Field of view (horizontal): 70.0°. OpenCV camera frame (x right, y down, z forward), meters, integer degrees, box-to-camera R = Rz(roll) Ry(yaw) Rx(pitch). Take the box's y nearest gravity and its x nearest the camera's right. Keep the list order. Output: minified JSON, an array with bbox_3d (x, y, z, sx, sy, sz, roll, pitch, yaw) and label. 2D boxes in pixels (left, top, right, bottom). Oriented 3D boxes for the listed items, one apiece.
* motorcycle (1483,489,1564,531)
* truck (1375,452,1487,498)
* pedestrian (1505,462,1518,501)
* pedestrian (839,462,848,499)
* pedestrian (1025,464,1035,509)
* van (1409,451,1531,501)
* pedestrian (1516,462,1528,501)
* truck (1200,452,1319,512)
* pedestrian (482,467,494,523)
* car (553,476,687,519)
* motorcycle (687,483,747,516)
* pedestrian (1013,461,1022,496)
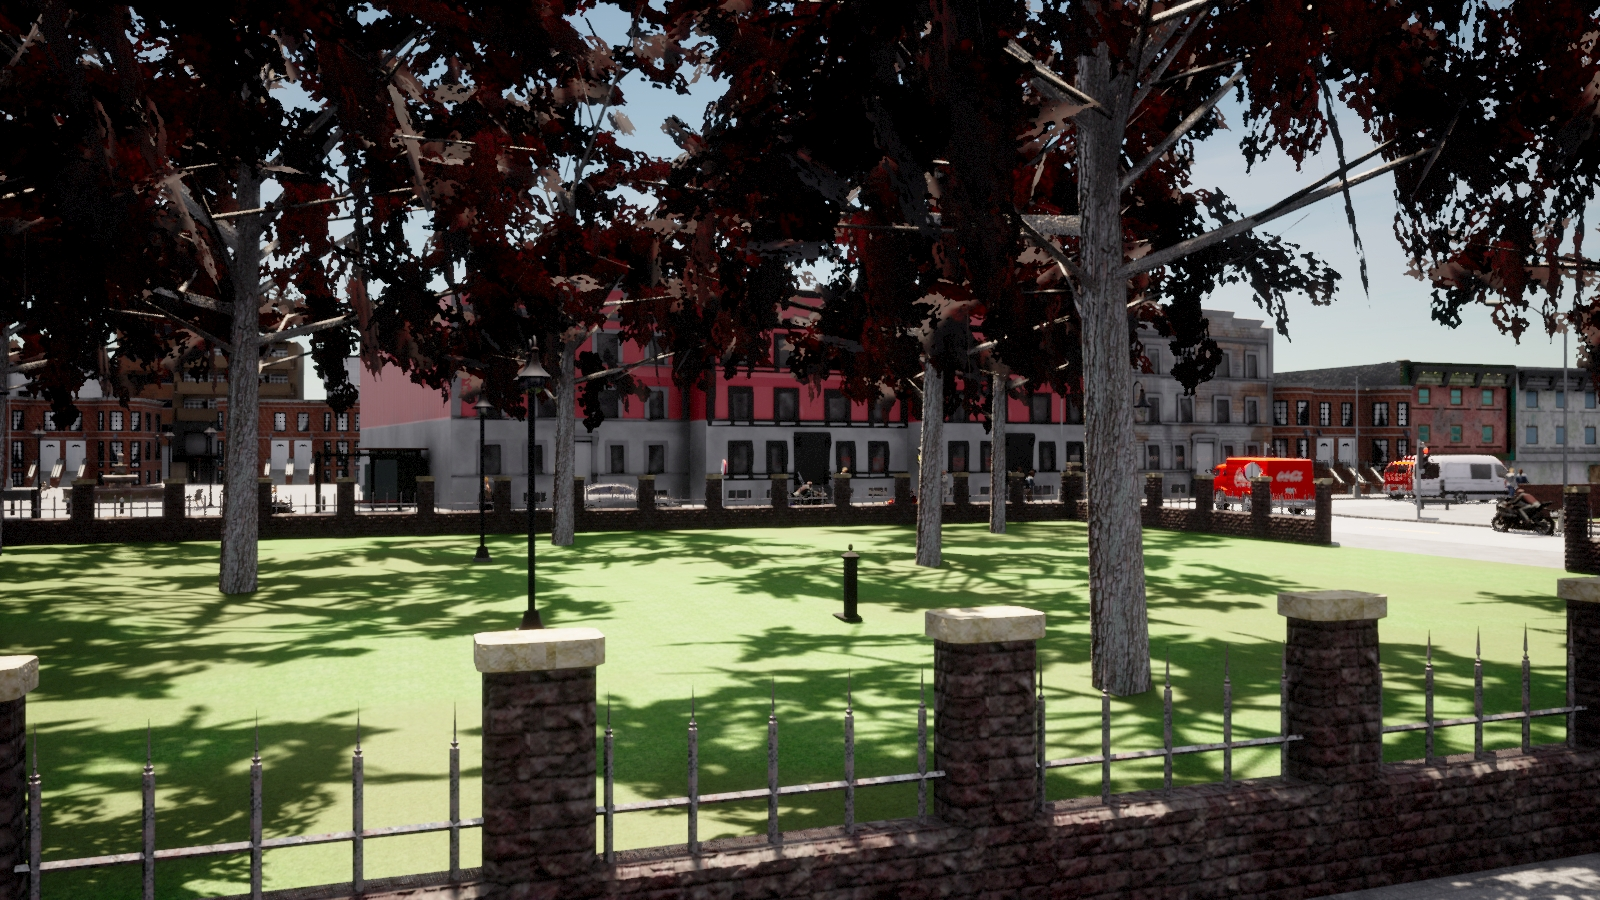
[{"bbox_3d":[24.074,1.985,38.077,0.867,1.251,2.209,0,0,-21],"label":"motorcycle"},{"bbox_3d":[35.004,1.348,63.458,5.204,2.467,2.627,0,0,-19],"label":"truck"},{"bbox_3d":[34.439,1.515,55.319,0.375,1.860,0.375,0,0,-13],"label":"pedestrian"},{"bbox_3d":[2.196,1.523,57.683,0.375,1.860,0.375,0,0,-24],"label":"pedestrian"},{"bbox_3d":[9.644,1.526,47.894,0.375,1.860,0.375,0,0,17],"label":"pedestrian"},{"bbox_3d":[34.859,1.314,59.451,5.915,2.561,1.988,0,0,-17],"label":"van"},{"bbox_3d":[34.579,1.517,54.723,0.375,1.860,0.375,0,0,-29],"label":"pedestrian"},{"bbox_3d":[20.282,1.356,50.718,2.627,2.467,5.204,0,1,-9],"label":"truck"},{"bbox_3d":[-10.539,1.523,38.628,0.375,1.860,0.375,0,0,-19],"label":"pedestrian"},{"bbox_3d":[-7.080,1.827,44.879,4.902,1.511,2.128,0,0,-19],"label":"car"},{"bbox_3d":[-3.337,1.985,45.900,2.209,1.251,0.867,0,0,-21],"label":"motorcycle"},{"bbox_3d":[11.589,1.524,60.834,0.375,1.860,0.375,0,0,-9],"label":"pedestrian"}]
